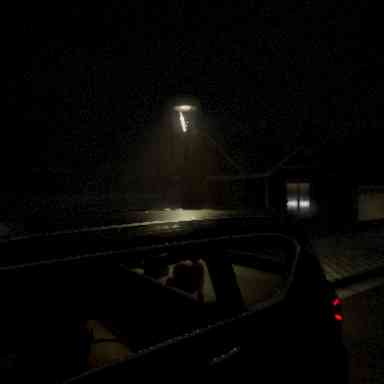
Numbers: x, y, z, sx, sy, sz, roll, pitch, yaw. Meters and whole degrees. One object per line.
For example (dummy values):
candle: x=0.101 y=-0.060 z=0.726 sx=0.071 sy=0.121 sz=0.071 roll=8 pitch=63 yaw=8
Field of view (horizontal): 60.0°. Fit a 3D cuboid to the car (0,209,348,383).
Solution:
car: x=-1.225 y=1.218 z=2.189 sx=5.566 sy=2.045 sz=2.150 roll=-1 pitch=1 yaw=-36
